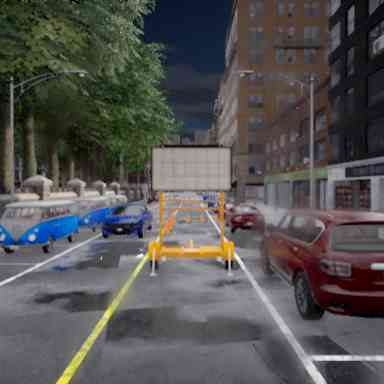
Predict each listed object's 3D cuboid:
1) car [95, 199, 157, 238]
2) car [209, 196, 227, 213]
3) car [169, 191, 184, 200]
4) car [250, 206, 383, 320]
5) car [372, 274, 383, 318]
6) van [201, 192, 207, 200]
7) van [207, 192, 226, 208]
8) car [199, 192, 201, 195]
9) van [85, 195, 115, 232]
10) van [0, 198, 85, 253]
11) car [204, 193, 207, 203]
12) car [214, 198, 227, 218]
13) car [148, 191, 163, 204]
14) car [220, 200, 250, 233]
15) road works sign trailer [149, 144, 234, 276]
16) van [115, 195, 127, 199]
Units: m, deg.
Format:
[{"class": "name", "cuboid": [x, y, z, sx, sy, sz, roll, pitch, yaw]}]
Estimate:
[{"class": "car", "cuboid": [-3.124, 1.332, 16.814, 1.882, 1.535, 5.008, 0, 1, 0]}, {"class": "car", "cuboid": [2.812, 1.319, 29.755, 1.802, 1.307, 4.206, 0, 1, 0]}, {"class": "car", "cuboid": [-3.092, 0.655, 62.804, 2.150, 2.045, 5.566, 0, 1, 0]}, {"class": "car", "cuboid": [2.844, 1.254, 7.111, 2.192, 1.841, 5.009, 0, 0, 0]}, {"class": "car", "cuboid": [2.853, 1.569, 1.453, 1.802, 1.307, 4.206, 0, 0, 0]}, {"class": "van", "cuboid": [2.778, 0.860, 52.393, 1.690, 1.788, 3.998, 0, 1, 0]}, {"class": "van", "cuboid": [2.803, 1.025, 35.412, 1.690, 1.788, 3.998, 0, 1, 0]}, {"class": "car", "cuboid": [2.771, 1.027, 58.055, 1.947, 1.339, 4.313, 0, 1, 0]}, {"class": "van", "cuboid": [-5.697, 1.181, 18.394, 1.690, 1.788, 3.998, 0, 1, 0]}, {"class": "van", "cuboid": [-5.689, 1.232, 12.737, 1.690, 1.788, 3.998, 0, 0, 0]}, {"class": "car", "cuboid": [2.795, 1.174, 41.075, 1.887, 1.381, 4.507, 0, 1, 0]}, {"class": "car", "cuboid": [2.821, 1.371, 24.094, 1.802, 1.307, 4.206, 0, 1, 0]}, {"class": "car", "cuboid": [-5.746, 0.834, 52.340, 2.192, 1.841, 5.009, 0, 1, 0]}, {"class": "car", "cuboid": [2.829, 1.385, 18.434, 1.887, 1.381, 4.507, 0, 1, 0]}, {"class": "road works sign trailer", "cuboid": [-0.014, 0.378, 10.054, 2.380, 3.560, 2.880, 0, 0, 0]}, {"class": "van", "cuboid": [-5.705, 1.130, 24.052, 1.690, 1.788, 3.998, 0, 1, 0]}]
